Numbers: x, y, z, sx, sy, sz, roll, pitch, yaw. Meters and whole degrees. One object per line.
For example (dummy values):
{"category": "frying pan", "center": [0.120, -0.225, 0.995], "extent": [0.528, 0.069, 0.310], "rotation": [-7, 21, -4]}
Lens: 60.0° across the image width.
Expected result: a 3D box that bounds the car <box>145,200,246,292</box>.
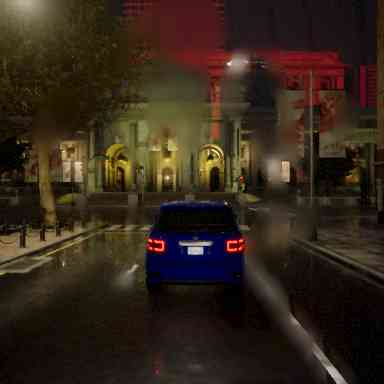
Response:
{"category": "car", "center": [0.099, 1.221, 9.078], "extent": [2.150, 2.045, 5.566], "rotation": [0, 0, 1]}
